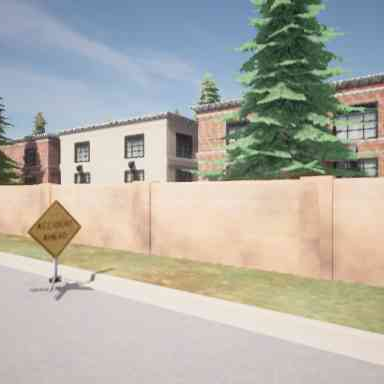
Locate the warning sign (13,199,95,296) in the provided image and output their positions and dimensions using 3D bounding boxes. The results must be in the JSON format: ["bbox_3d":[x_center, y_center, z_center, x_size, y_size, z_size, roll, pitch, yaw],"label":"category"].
[{"bbox_3d":[-3.003,1.099,7.301,1.060,1.860,1.300,0,0,36],"label":"warning sign"}]
